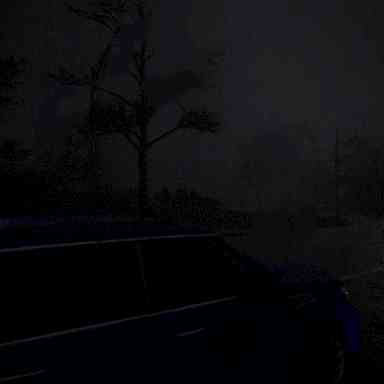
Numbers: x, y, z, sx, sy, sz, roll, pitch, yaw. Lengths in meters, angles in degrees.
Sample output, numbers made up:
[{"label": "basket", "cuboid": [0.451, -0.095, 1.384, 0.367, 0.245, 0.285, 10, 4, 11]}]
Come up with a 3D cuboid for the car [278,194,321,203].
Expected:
[{"label": "car", "cuboid": [12.420, 1.314, 38.602, 2.150, 2.045, 5.566, 0, 1, -29]}]

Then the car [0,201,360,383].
[{"label": "car", "cuboid": [-0.669, 1.227, 3.225, 5.566, 2.045, 2.150, 0, 0, -35]}]

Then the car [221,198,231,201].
[{"label": "car", "cuboid": [4.883, 1.692, 53.280, 1.837, 1.490, 4.892, 0, -1, -25]}]
